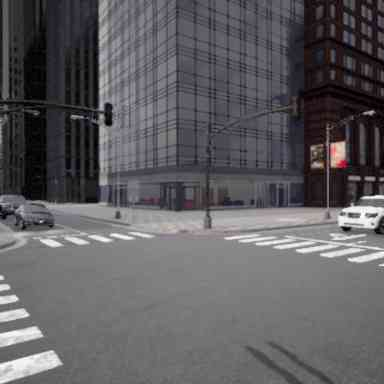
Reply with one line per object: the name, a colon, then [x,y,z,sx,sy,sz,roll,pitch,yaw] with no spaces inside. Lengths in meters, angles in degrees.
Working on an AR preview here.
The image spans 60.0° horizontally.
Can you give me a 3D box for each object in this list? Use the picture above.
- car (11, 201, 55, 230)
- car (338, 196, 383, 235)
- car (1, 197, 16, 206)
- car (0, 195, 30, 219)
car: [-10.479,1.559,22.041,1.837,1.490,4.892,0,0,-35]
car: [10.898,1.239,19.456,5.566,2.045,2.150,0,0,-36]
car: [-32.915,1.659,59.606,1.837,1.490,4.892,0,0,-35]
car: [-16.185,1.298,30.174,2.150,2.045,5.566,0,0,-35]
